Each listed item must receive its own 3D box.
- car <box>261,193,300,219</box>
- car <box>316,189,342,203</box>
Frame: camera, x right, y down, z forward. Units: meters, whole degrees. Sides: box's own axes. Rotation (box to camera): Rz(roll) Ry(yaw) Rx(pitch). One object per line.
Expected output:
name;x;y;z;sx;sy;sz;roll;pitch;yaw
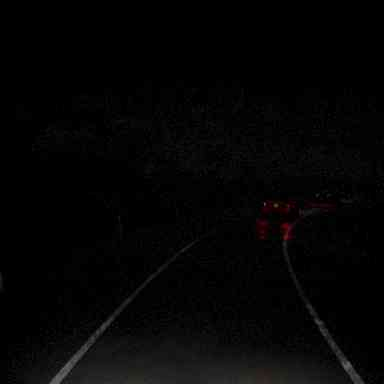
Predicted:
car;6.579;0.856;24.334;2.097;1.767;4.553;3;3;25
car;15.904;0.429;38.647;1.812;1.442;4.674;5;5;40
